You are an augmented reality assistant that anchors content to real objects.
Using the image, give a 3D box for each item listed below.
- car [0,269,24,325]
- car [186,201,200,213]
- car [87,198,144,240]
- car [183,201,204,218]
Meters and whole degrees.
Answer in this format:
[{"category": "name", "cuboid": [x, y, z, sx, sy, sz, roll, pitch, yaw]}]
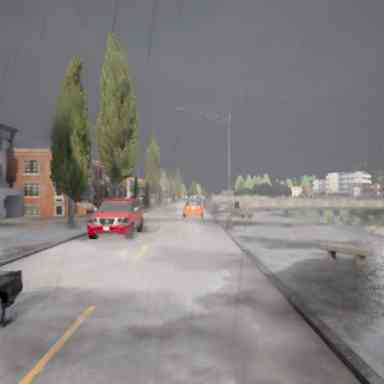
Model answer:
[{"category": "car", "cuboid": [-4.092, 1.641, 4.010, 1.895, 1.301, 4.718, 0, -1, 0]}, {"category": "car", "cuboid": [0.123, 1.968, 45.041, 1.812, 1.442, 4.674, 0, 0, 0]}, {"category": "car", "cuboid": [-4.068, 1.402, 18.576, 2.150, 2.045, 5.566, 0, 0, 0]}, {"category": "car", "cuboid": [0.126, 1.695, 34.880, 2.097, 1.767, 4.553, 0, -1, 0]}]
